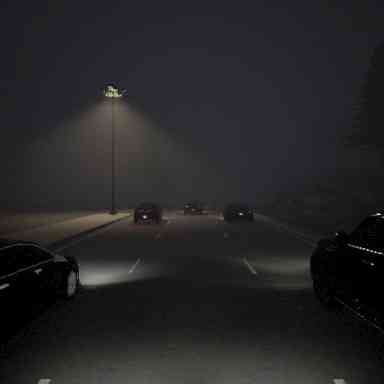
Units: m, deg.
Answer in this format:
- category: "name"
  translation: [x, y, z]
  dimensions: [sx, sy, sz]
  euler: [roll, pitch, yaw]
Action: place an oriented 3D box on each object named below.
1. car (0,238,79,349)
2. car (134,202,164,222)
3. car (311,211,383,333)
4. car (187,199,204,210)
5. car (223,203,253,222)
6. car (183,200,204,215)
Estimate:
- category: "car"
  translation: [-3.400, 1.510, 5.425]
  dimensions: [1.837, 1.490, 4.892]
  euler: [0, -1, 0]
- category: "car"
  translation: [-3.400, 1.537, 26.359]
  dimensions: [1.837, 1.490, 4.892]
  euler: [0, 0, 0]
- category: "car"
  translation: [3.600, 1.225, 4.749]
  dimensions: [2.150, 2.045, 5.566]
  euler: [0, 0, 0]
- category: "car"
  translation: [0.562, 1.653, 43.967]
  dimensions: [1.895, 1.301, 4.718]
  euler: [0, 0, 5]
- category: "car"
  translation: [3.600, 1.595, 26.448]
  dimensions: [1.994, 1.385, 4.181]
  euler: [0, 0, 0]
- category: "car"
  translation: [0.129, 1.567, 34.705]
  dimensions: [1.812, 1.442, 4.674]
  euler: [0, 0, 1]
